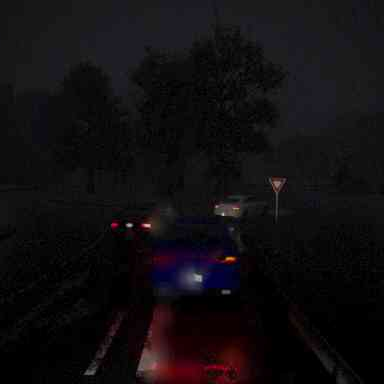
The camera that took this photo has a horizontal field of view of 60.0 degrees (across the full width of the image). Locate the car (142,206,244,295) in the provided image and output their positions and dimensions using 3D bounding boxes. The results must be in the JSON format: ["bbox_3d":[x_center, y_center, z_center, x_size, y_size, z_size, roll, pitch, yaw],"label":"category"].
[{"bbox_3d":[0.106,1.381,8.617,1.882,1.535,5.008,0,2,1],"label":"car"}]

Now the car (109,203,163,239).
[{"bbox_3d":[-2.139,1.212,15.126,2.033,1.411,5.357,0,2,5],"label":"car"}]

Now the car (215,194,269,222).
[{"bbox_3d":[3.102,0.872,20.576,1.812,1.442,4.674,3,6,36],"label":"car"}]
